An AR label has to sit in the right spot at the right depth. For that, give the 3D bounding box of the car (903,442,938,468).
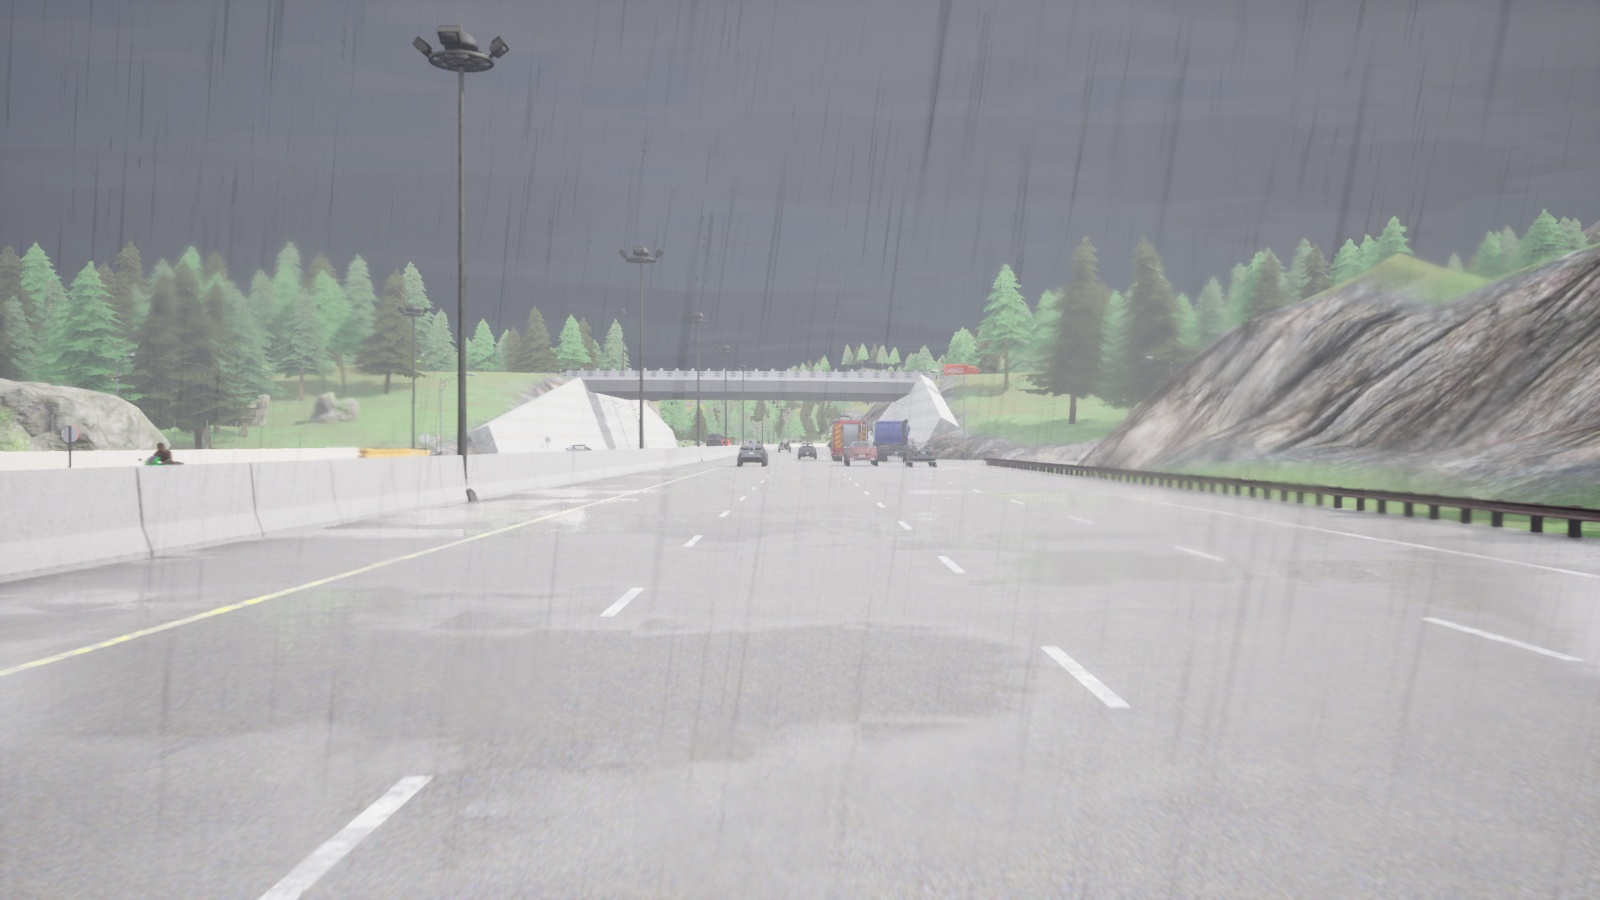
[{"bbox_3d":[7.459,0.289,77.997,1.789,1.549,3.705,0,0,0],"label":"car"}]

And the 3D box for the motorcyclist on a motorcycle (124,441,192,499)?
[{"bbox_3d":[-17.292,0.523,33.876,0.797,1.523,2.044,0,0,0],"label":"motorcyclist on a motorcycle"}]

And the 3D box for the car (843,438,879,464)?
[{"bbox_3d":[3.987,0.060,82.869,2.152,1.651,5.027,0,0,0],"label":"car"}]

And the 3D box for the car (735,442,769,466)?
[{"bbox_3d":[-3.028,0.238,80.413,2.007,1.525,4.514,0,0,0],"label":"car"}]
